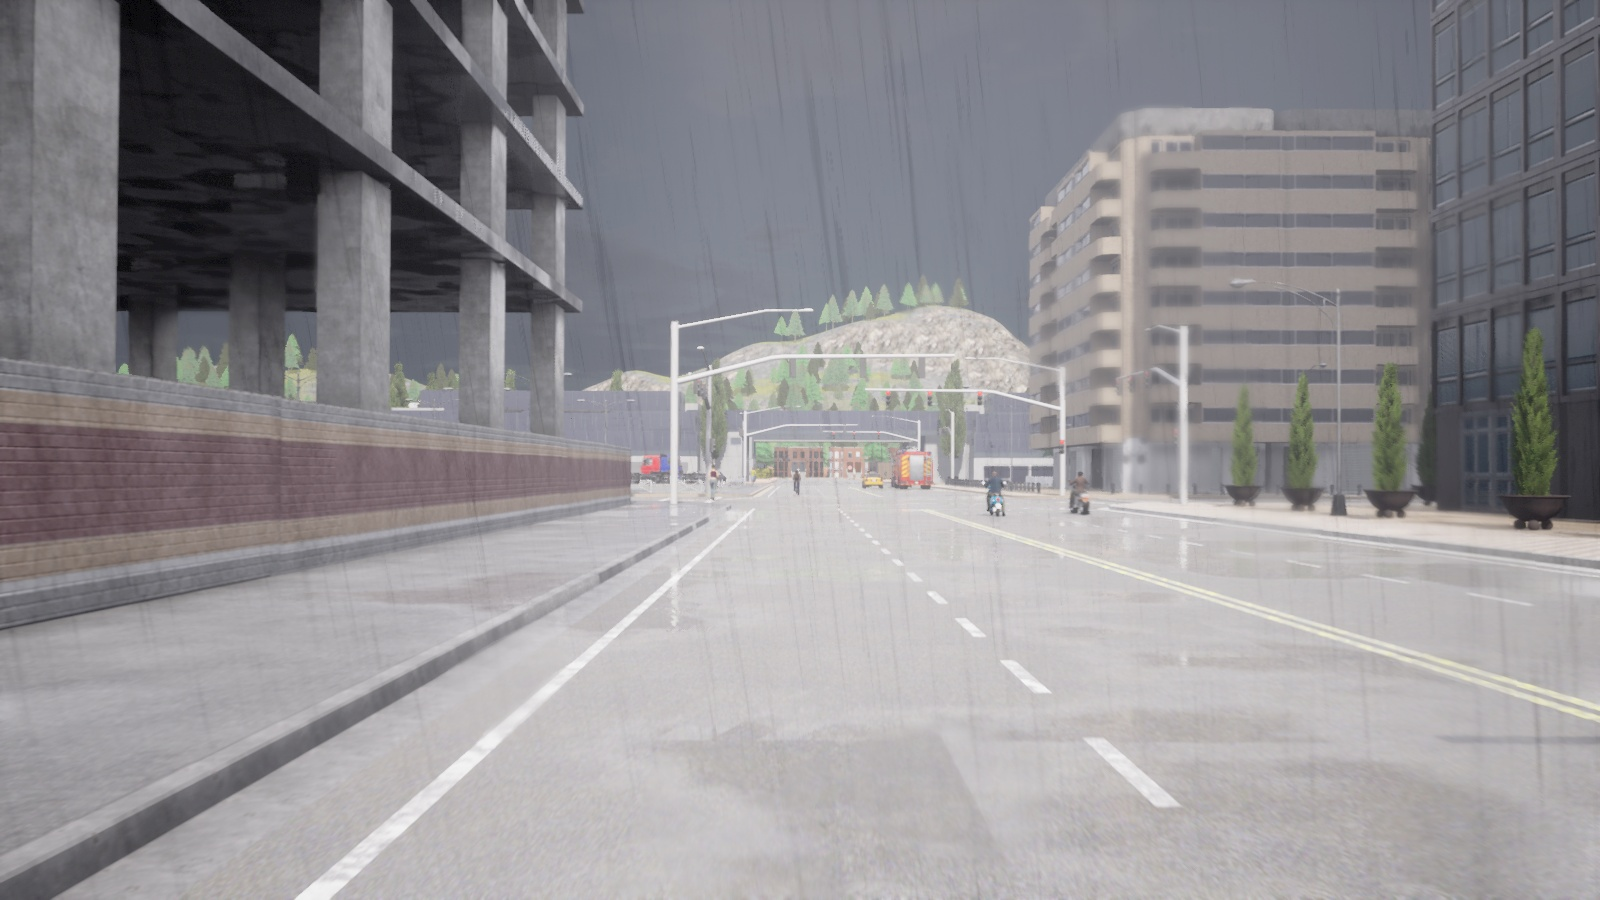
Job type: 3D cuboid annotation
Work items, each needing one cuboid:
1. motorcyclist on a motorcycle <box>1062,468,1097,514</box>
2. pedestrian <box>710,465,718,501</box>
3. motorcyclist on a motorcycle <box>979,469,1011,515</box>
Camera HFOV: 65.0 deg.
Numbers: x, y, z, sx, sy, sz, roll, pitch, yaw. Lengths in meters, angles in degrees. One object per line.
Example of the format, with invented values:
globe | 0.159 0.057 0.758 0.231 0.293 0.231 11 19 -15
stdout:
motorcyclist on a motorcycle | 10.386 1.508 46.763 0.766 1.649 2.350 0 -1 0
pedestrian | -4.423 1.669 64.425 0.345 1.836 0.594 0 -1 3
motorcyclist on a motorcycle | 6.892 1.487 44.467 0.866 1.590 1.817 0 -1 0
